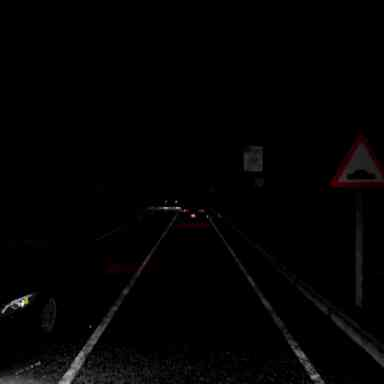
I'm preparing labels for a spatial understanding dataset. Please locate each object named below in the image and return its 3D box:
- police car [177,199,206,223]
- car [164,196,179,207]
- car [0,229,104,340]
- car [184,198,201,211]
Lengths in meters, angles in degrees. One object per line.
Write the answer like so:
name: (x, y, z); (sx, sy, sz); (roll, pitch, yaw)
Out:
police car: (0.096, 1.540, 26.315); (2.038, 1.542, 4.974); (0, 0, 0)
car: (-3.081, 1.371, 50.769); (2.097, 1.767, 4.553); (0, 0, 0)
car: (-3.097, 1.530, 6.680); (1.812, 1.442, 4.674); (0, 0, 0)
car: (0.086, 1.581, 42.114); (2.033, 1.411, 5.357); (0, 0, 0)
